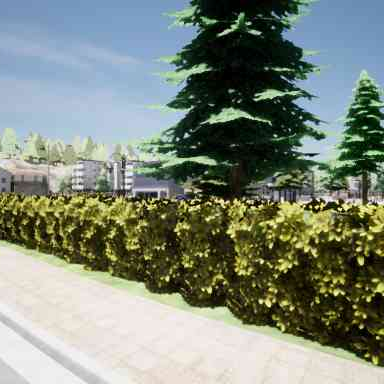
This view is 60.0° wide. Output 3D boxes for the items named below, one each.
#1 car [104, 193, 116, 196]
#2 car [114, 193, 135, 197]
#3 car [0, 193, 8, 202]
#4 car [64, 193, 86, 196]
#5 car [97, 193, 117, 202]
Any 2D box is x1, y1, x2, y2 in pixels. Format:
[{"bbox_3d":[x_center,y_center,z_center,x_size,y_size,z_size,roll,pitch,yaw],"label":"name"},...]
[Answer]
[{"bbox_3d":[-15.867,1.097,69.694,1.932,1.855,4.605,0,0,44],"label":"car"},{"bbox_3d":[-10.069,1.384,53.354,1.970,1.475,3.806,0,0,44],"label":"car"},{"bbox_3d":[-41.776,1.097,70.259,1.932,1.855,4.605,0,0,44],"label":"car"},{"bbox_3d":[-27.331,1.153,80.428,2.152,1.636,5.027,0,0,44],"label":"car"},{"bbox_3d":[-18.225,1.077,71.441,1.905,1.878,3.866,0,0,44],"label":"car"}]
